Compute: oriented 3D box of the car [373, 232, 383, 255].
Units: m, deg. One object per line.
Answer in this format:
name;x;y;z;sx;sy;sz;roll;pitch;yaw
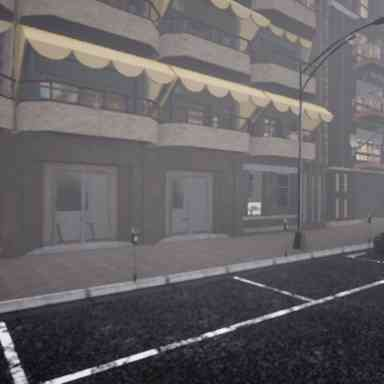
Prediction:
car;8.751;1.700;12.817;4.313;1.339;1.947;1;0;-36
